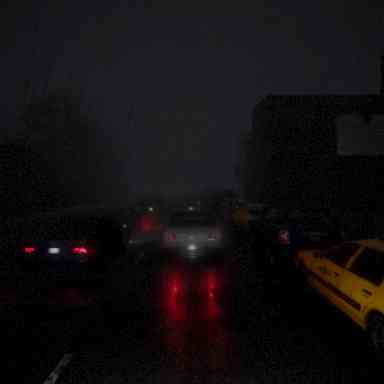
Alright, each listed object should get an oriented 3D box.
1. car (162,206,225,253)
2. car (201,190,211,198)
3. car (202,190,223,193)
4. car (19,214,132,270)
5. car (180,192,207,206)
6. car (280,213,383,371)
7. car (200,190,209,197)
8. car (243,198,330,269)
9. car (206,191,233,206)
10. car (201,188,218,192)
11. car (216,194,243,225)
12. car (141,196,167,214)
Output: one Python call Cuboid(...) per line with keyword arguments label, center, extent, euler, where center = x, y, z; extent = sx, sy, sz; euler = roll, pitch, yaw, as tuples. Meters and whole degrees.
Cuboid(label="car", center=(0.013, 1.414, 12.667), extent=(1.895, 1.301, 4.718), euler=(0, 1, 0))
Cuboid(label="car", center=(2.919, 0.427, 71.734), extent=(1.946, 1.575, 5.366), euler=(0, 1, 0))
Cuboid(label="car", center=(3.018, 0.787, 49.357), extent=(2.163, 1.488, 4.792), euler=(0, 1, 0))
Cuboid(label="car", center=(-3.243, 1.394, 10.362), extent=(2.033, 1.411, 5.357), euler=(0, 1, 0))
Cuboid(label="car", center=(-0.051, 1.066, 28.998), extent=(2.128, 1.511, 4.902), euler=(0, 1, 0))
Cuboid(label="car", center=(3.203, 1.395, 5.441), extent=(1.946, 1.575, 5.366), euler=(0, 1, 0))
Cuboid(label="car", center=(2.906, 0.349, 77.257), extent=(1.946, 1.575, 5.366), euler=(0, 1, 0))
Cuboid(label="car", center=(3.180, 1.195, 10.747), extent=(2.185, 1.767, 4.553), euler=(0, 1, 0))
Cuboid(label="car", center=(3.062, 0.920, 38.270), extent=(2.231, 1.521, 4.892), euler=(0, 1, 0))
Cuboid(label="car", center=(2.965, 0.344, 60.398), extent=(2.435, 2.045, 5.566), euler=(0, 1, 0))
Cuboid(label="car", center=(3.182, 1.138, 23.361), extent=(2.231, 1.521, 4.892), euler=(0, 1, 0))
Cuboid(label="car", center=(-3.300, 1.078, 29.115), extent=(1.837, 1.490, 4.892), euler=(0, 1, 0))
